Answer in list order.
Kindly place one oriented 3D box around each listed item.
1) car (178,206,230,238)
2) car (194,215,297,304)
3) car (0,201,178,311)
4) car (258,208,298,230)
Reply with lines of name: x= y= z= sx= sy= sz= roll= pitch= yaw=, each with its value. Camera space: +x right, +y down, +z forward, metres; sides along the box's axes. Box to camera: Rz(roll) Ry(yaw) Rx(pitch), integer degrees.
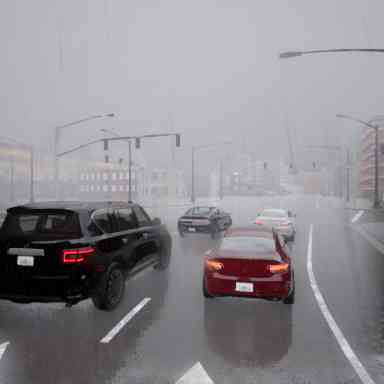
car: x=0.797 y=1.491 z=17.316 sx=2.128 sy=1.511 sz=4.902 roll=0 pitch=0 yaw=19
car: x=1.458 y=1.526 z=8.150 sx=1.812 sy=1.442 sz=4.674 roll=0 pitch=0 yaw=13
car: x=-2.154 y=1.221 z=8.069 sx=2.150 sy=2.045 sz=5.566 roll=0 pitch=0 yaw=12
car: x=4.203 y=1.526 z=16.582 sx=1.812 sy=1.442 sz=4.674 roll=0 pitch=0 yaw=20
